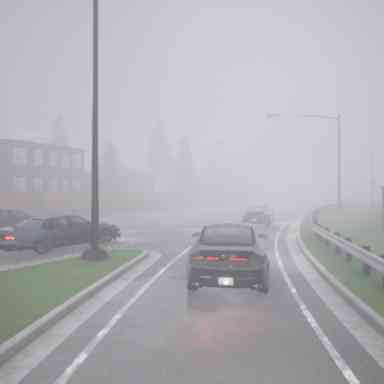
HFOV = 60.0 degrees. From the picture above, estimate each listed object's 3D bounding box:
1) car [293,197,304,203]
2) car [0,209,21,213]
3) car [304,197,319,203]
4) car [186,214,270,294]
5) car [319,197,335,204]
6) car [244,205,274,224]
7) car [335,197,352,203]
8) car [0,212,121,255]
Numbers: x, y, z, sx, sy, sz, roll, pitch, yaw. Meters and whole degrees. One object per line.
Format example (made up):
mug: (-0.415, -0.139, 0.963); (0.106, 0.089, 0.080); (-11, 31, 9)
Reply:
car: (27.363, 2.068, 85.299); (1.882, 1.535, 5.008); (0, 0, 32)
car: (-10.599, 1.670, 18.799); (2.033, 1.411, 5.357); (0, 0, 32)
car: (30.525, 1.937, 83.749); (2.097, 1.767, 4.553); (0, 0, 32)
car: (1.003, 1.566, 9.026); (1.837, 1.490, 4.892); (0, -1, 8)
car: (33.272, 2.046, 81.546); (1.882, 1.535, 5.008); (0, 0, 32)
car: (4.900, 1.693, 24.303); (1.812, 1.442, 4.674); (0, 0, 19)
car: (36.433, 1.915, 79.996); (2.097, 1.767, 4.553); (0, 0, 32)
car: (-5.453, 1.639, 13.850); (2.033, 1.411, 5.357); (0, 0, 32)
